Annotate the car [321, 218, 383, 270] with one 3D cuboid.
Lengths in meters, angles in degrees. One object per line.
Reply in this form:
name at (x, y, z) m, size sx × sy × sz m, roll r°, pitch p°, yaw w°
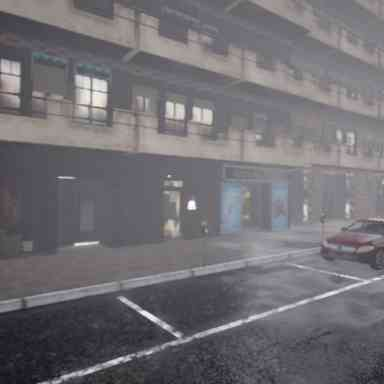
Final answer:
car at (5.960, 1.534, 10.804) m, size 4.206 × 1.307 × 1.802 m, roll 0°, pitch 1°, yaw -36°
